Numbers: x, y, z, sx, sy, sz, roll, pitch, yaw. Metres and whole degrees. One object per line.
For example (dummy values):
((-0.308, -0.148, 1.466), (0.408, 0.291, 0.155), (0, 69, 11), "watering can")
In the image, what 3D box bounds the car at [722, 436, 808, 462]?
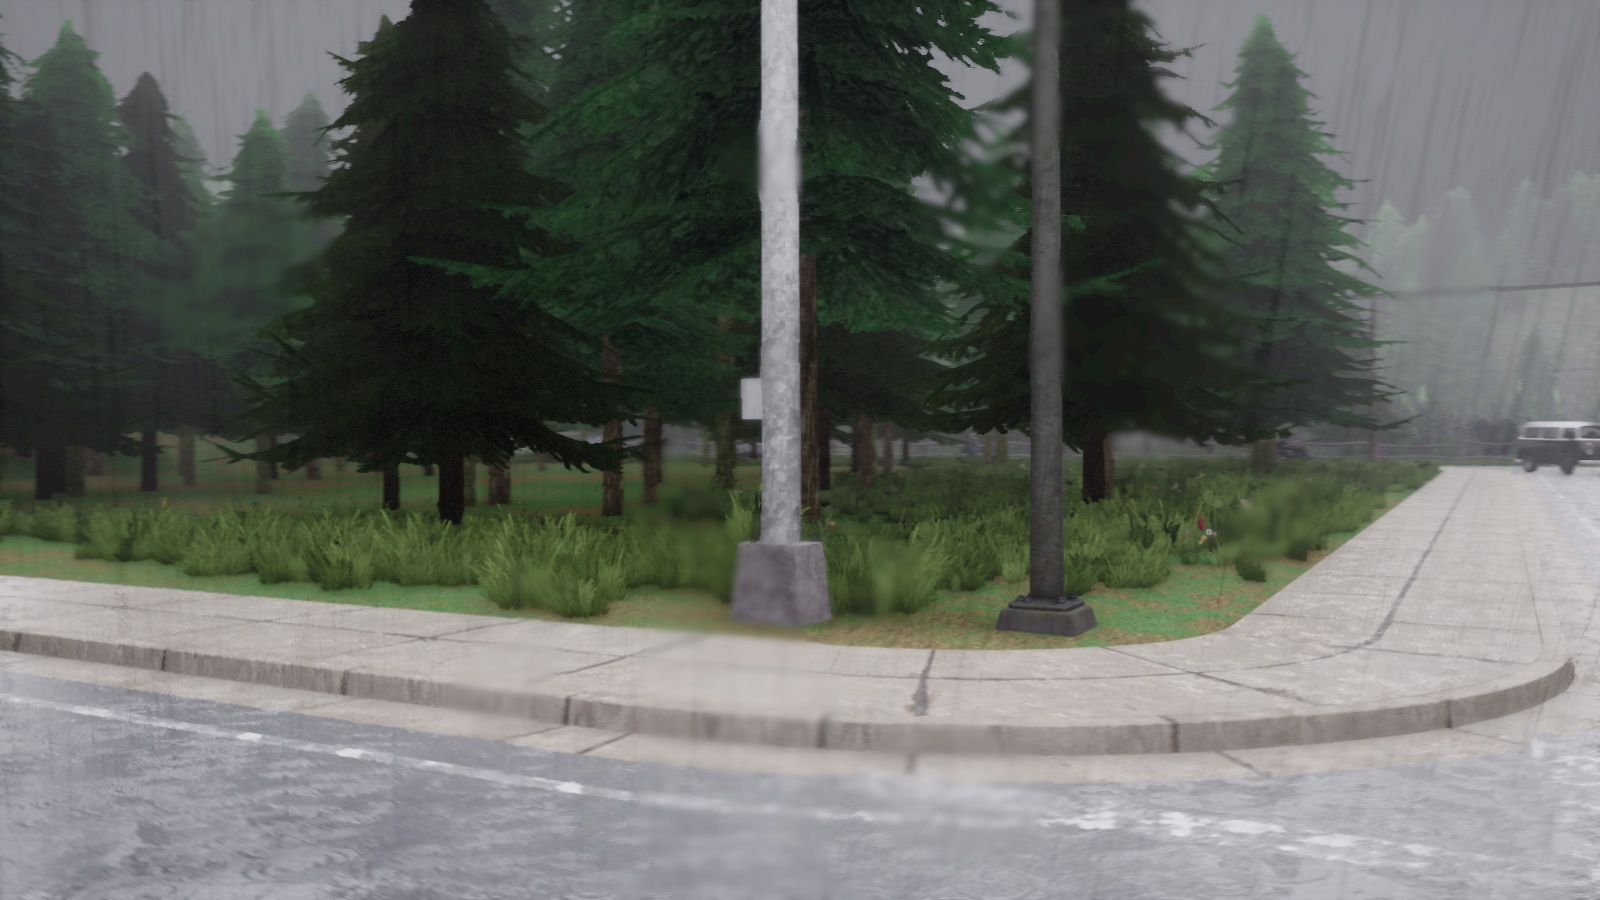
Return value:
((-2.154, -0.091, 77.054), (4.902, 1.511, 2.128), (1, 1, 31), "car")

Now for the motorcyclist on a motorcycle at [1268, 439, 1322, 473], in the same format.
((22.847, 0.282, 57.952), (2.191, 1.530, 0.866), (1, 1, 32), "motorcyclist on a motorcycle")

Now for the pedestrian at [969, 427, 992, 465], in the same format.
((8.937, -0.190, 62.158), (0.900, 1.855, 0.874), (1, 1, 29), "pedestrian")

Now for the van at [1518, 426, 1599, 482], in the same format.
((29.870, 0.135, 48.158), (2.069, 2.038, 4.480), (1, 1, 0), "van")
